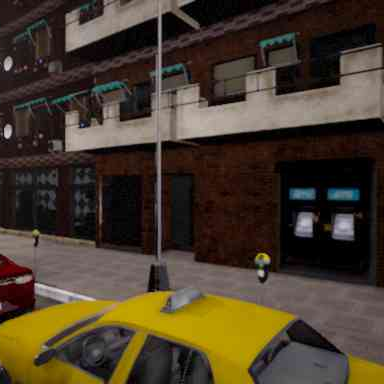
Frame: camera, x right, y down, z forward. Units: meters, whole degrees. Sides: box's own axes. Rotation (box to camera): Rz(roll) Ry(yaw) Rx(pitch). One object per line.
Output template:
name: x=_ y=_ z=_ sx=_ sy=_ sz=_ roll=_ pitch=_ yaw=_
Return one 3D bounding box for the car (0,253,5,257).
car: x=-4.756 y=1.613 z=6.247 sx=4.507 sy=1.381 sz=1.887 roll=-1 pitch=1 yaw=35

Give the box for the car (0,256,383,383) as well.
car: x=-0.282 y=1.543 z=3.059 sx=4.829 sy=1.417 sz=1.752 roll=-1 pitch=1 yaw=35
